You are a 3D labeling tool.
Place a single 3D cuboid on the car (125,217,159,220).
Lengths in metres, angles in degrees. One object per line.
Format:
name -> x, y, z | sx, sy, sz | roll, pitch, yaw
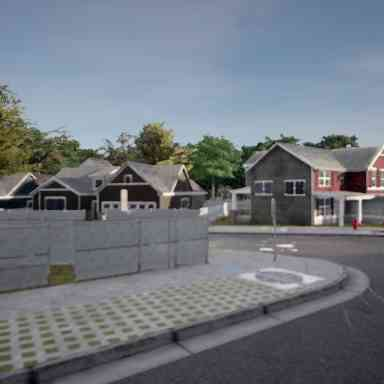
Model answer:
car -> -2.390, 2.156, 18.476 | 4.892, 1.490, 1.837 | -1, 0, 18
